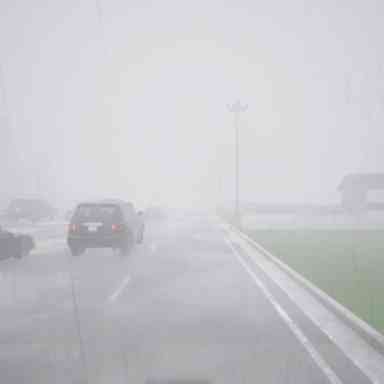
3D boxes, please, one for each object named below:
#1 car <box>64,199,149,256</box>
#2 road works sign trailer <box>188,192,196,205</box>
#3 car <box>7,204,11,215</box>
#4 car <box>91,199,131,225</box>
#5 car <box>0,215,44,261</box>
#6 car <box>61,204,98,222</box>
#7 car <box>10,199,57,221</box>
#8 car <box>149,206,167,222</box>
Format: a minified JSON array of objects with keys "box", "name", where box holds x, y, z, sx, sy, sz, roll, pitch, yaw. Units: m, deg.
[{"box":[-3.420,1.409,14.171,2.150,2.045,5.566,0,-1,0],"name":"car"},{"box":[-0.021,1.661,90.587,2.380,3.560,2.880,0,-1,0],"name":"road works sign trailer"},{"box":[-10.420,1.549,14.702,2.097,1.767,4.553,0,-1,0],"name":"car"},{"box":[-6.923,1.608,29.266,2.150,2.045,5.566,0,-1,0],"name":"car"},{"box":[-6.940,1.686,10.334,2.033,1.411,5.357,0,-1,0],"name":"car"},{"box":[-10.419,1.939,31.204,1.812,1.442,4.674,0,-1,0],"name":"car"},{"box":[-13.923,1.607,29.215,2.150,2.045,5.566,0,-1,0],"name":"car"},{"box":[-3.421,1.971,30.737,1.994,1.385,4.181,0,-1,0],"name":"car"}]
